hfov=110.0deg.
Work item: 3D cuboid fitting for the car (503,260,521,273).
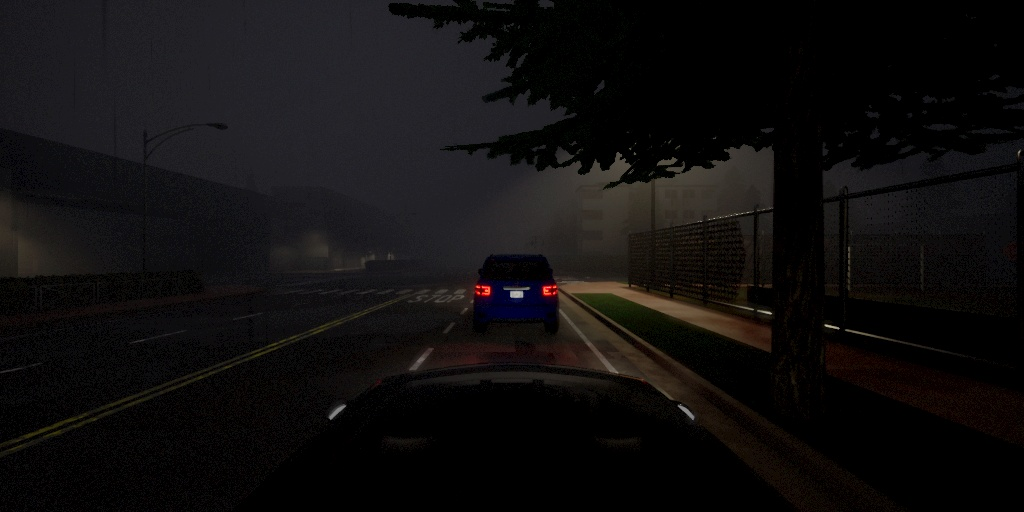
[{"bbox_3d":[0.005,1.241,45.742,2.128,1.511,4.902,0,0,0],"label":"car"}]

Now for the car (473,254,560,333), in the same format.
[{"bbox_3d":[0.111,0.972,10.889,2.150,2.045,5.566,0,0,0],"label":"car"}]
